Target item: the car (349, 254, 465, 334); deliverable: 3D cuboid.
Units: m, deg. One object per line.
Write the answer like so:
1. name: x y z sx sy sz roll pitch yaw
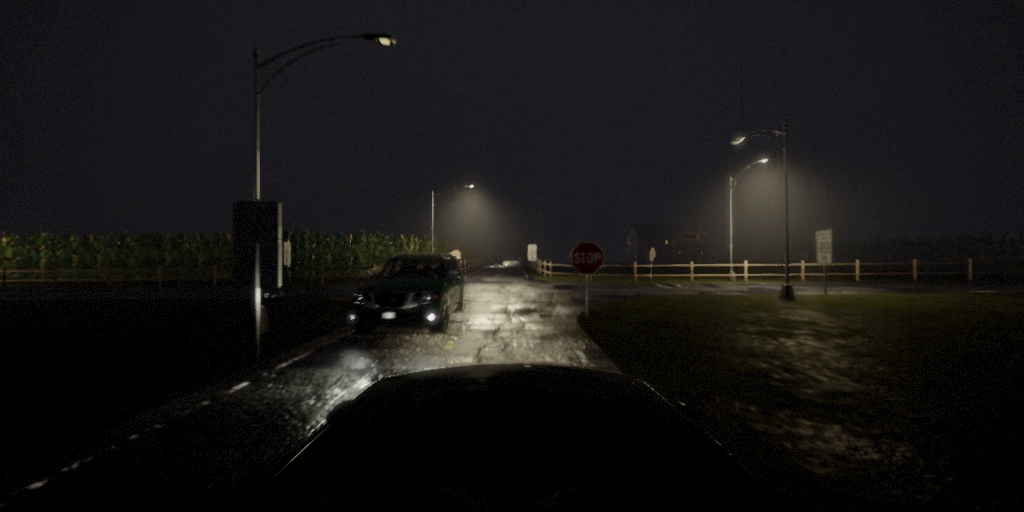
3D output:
1. car: -2.753 0.959 10.791 2.150 2.045 5.566 0 0 0

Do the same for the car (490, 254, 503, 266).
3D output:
1. car: -2.762 0.726 64.817 2.150 2.045 5.566 0 2 0
